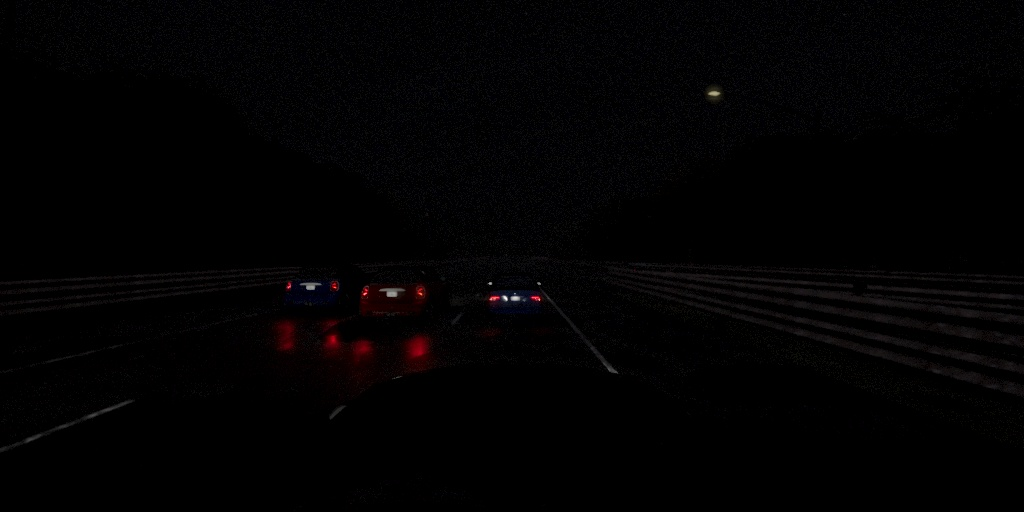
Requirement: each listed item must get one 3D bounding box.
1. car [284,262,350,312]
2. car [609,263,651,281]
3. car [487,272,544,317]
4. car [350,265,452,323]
[{"bbox_3d":[-6.905,1.104,14.419,2.097,1.767,4.553,0,0,0],"label":"car"},{"bbox_3d":[9.828,1.325,29.856,2.163,1.488,4.792,0,0,-12],"label":"car"},{"bbox_3d":[0.096,1.300,13.058,2.033,1.411,5.357,0,0,0],"label":"car"},{"bbox_3d":[-3.405,1.104,12.299,2.097,1.767,4.553,0,0,0],"label":"car"}]
